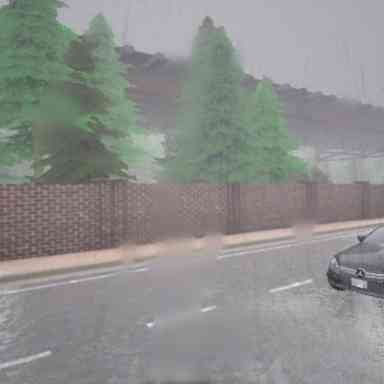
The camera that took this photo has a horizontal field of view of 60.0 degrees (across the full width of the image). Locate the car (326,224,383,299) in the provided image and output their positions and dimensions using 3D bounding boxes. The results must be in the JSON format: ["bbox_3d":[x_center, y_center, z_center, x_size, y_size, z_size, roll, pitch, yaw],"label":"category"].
[{"bbox_3d":[5.005,1.409,7.545,4.674,1.442,1.812,-1,1,-36],"label":"car"}]
